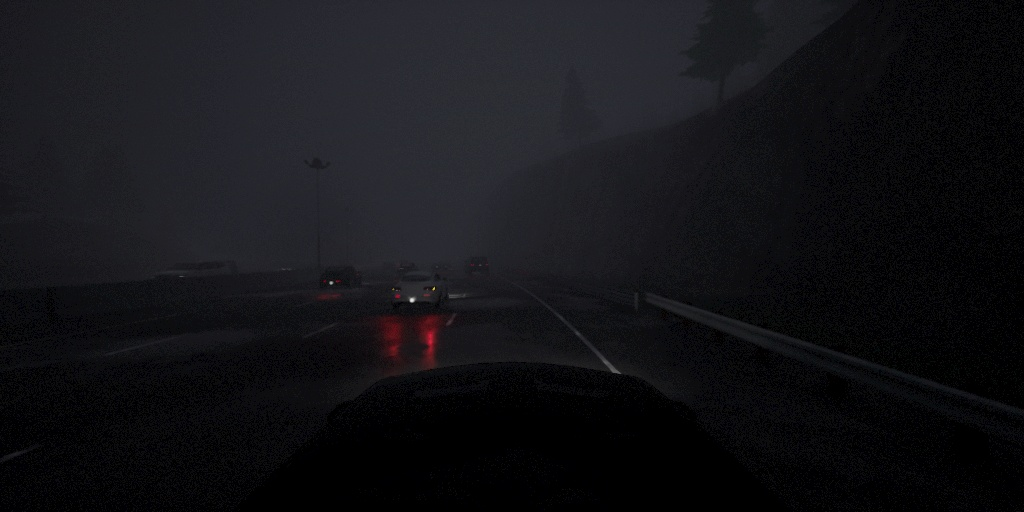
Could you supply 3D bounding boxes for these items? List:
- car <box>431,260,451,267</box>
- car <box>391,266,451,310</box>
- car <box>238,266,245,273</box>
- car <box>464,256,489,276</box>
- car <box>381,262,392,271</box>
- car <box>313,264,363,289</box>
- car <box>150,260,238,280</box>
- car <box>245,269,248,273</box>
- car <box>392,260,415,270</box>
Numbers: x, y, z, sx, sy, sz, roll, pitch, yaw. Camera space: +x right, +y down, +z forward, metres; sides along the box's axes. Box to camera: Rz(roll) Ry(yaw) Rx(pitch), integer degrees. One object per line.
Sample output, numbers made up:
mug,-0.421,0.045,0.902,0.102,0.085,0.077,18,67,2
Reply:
car,-10.638,1.545,52.214,1.895,1.301,4.718,-1,0,-19
car,-3.807,1.343,15.173,1.812,1.442,4.674,0,0,-5
car,-28.097,1.429,33.793,2.150,2.045,5.566,-1,0,-12
car,-3.951,1.054,39.676,2.150,2.045,5.566,0,0,-14
car,-19.845,1.638,57.474,2.033,1.411,5.357,-1,0,-24
car,-11.944,1.455,25.294,1.837,1.490,4.892,0,0,-9
car,-22.926,1.341,25.923,2.150,2.045,5.566,-1,0,-8
car,-34.481,1.913,44.015,1.895,1.301,4.718,-1,0,-17
car,-10.445,1.424,35.901,2.128,1.511,4.902,-1,0,-13
